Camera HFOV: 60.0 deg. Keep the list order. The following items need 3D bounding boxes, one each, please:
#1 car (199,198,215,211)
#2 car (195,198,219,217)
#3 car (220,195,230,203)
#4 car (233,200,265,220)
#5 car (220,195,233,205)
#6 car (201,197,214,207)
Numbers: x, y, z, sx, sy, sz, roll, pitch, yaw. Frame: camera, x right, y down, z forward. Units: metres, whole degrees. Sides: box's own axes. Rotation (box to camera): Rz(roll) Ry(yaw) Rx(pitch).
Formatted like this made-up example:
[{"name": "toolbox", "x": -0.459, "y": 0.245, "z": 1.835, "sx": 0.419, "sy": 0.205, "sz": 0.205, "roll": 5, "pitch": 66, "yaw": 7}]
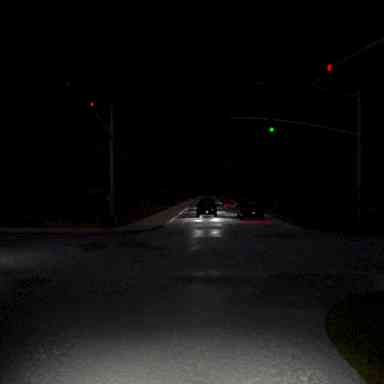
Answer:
[{"name": "car", "x": 1.854, "y": 1.474, "z": 40.428, "sx": 1.837, "sy": 1.490, "sz": 4.892, "roll": 0, "pitch": 0, "yaw": 3}, {"name": "car", "x": 1.389, "y": 1.473, "z": 30.975, "sx": 1.837, "sy": 1.490, "sz": 4.892, "roll": 0, "pitch": 0, "yaw": 3}, {"name": "car", "x": 6.849, "y": 1.477, "z": 68.953, "sx": 1.837, "sy": 1.490, "sz": 4.892, "roll": 0, "pitch": 0, "yaw": 3}, {"name": "car", "x": 4.847, "y": 1.446, "z": 27.969, "sx": 1.882, "sy": 1.535, "sz": 5.008, "roll": 0, "pitch": 0, "yaw": 3}, {"name": "car", "x": 6.363, "y": 1.572, "z": 58.991, "sx": 1.895, "sy": 1.301, "sz": 4.718, "roll": 0, "pitch": 0, "yaw": 3}, {"name": "car", "x": 2.348, "y": 1.534, "z": 50.335, "sx": 1.994, "sy": 1.385, "sz": 4.181, "roll": 0, "pitch": 0, "yaw": 3}]
